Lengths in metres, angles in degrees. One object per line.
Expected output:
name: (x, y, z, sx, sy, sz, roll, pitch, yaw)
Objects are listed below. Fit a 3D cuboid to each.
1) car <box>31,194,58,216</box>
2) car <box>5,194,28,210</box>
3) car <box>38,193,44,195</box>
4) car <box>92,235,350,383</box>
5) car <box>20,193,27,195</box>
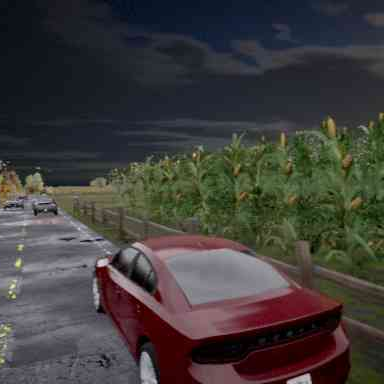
car: (-12.929, 1.249, 29.250, 2.128, 1.511, 4.902, -2, 1, -25)
car: (-20.904, 1.336, 39.310, 1.994, 1.385, 4.181, -2, 1, -26)
car: (-17.690, 1.043, 39.090, 2.097, 1.767, 4.553, -2, 1, -25)
car: (-0.216, 1.375, 4.900, 1.882, 1.535, 5.008, -2, 1, -26)
car: (-36.108, 0.961, 70.868, 1.882, 1.535, 5.008, -2, 1, -26)
